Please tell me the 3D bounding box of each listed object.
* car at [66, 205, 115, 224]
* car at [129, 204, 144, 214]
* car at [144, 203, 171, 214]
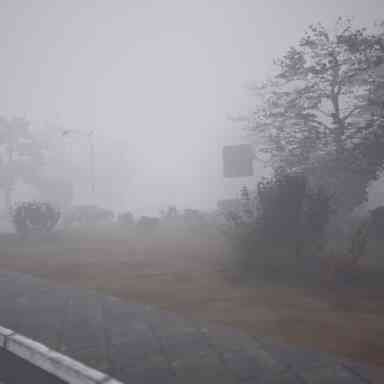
[{"bbox_3d":[-9.305,1.943,30.621,2.097,1.767,4.553,-3,-2,33],"label":"car"},{"bbox_3d":[-7.974,2.710,52.496,1.812,1.442,4.674,-3,-2,32],"label":"car"},{"bbox_3d":[-4.520,2.519,51.417,2.128,1.511,4.902,-3,-2,32],"label":"car"}]
